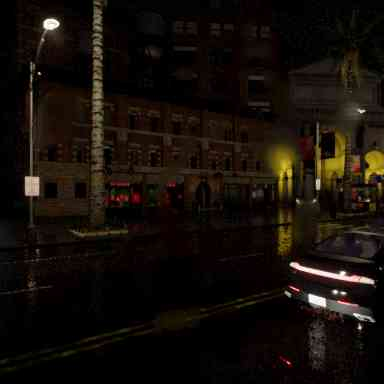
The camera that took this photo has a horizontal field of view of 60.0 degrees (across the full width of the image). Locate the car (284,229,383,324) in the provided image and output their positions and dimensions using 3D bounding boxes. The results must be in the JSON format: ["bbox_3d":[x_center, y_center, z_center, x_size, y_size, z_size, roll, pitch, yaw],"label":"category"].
[{"bbox_3d":[3.951,1.492,6.628,4.902,1.511,2.128,0,0,-35],"label":"car"}]
